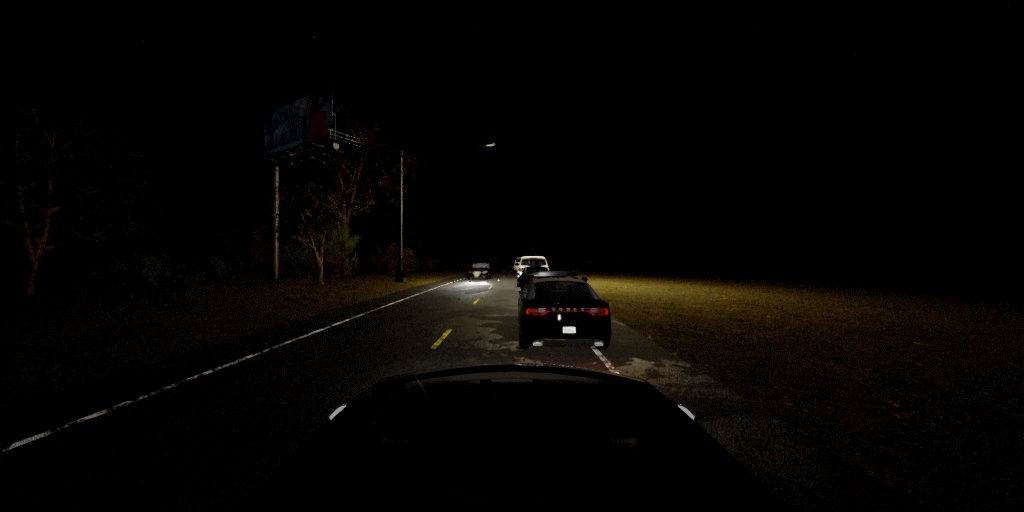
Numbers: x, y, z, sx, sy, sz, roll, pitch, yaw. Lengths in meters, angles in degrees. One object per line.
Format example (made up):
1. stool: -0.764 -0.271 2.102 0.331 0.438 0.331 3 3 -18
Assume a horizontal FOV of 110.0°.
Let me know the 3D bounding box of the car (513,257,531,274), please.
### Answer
1. car: 1.395 1.203 46.496 2.150 2.045 5.566 0 0 4

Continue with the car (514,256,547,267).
1. car: 1.446 1.044 25.151 2.150 2.045 5.566 0 0 2

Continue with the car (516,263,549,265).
1. car: 1.277 1.296 19.142 1.837 1.490 4.892 0 0 1

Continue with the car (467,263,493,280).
1. car: -2.821 1.356 32.154 2.128 1.511 4.902 0 0 2

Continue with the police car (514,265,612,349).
1. police car: 1.100 1.184 9.286 1.930 1.638 5.238 0 0 1
